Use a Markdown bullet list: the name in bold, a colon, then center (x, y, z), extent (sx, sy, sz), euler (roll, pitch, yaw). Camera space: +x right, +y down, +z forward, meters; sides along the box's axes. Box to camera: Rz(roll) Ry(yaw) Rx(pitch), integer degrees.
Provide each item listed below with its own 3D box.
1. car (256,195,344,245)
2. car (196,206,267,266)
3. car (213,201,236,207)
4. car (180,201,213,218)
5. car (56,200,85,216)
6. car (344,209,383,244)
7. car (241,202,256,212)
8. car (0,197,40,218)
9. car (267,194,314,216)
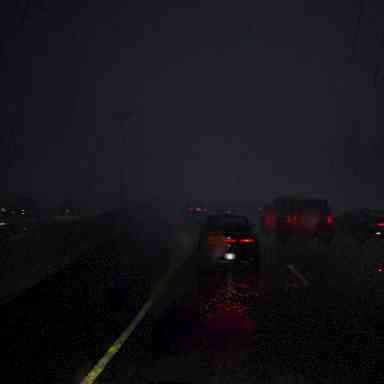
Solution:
- **car**: center (4.839, 1.255, 15.932), extent (2.150, 2.045, 5.566), euler (1, 0, 0)
- **car**: center (1.195, 1.501, 11.633), extent (1.837, 1.490, 4.892), euler (1, 1, 3)
- **car**: center (2.945, 1.578, 33.424), extent (1.895, 1.301, 4.718), euler (1, 0, -12)
- **car**: center (0.097, 1.497, 29.881), extent (2.033, 1.411, 5.357), euler (1, 0, -9)
- **car**: center (-10.764, 1.381, 29.655), extent (1.994, 1.385, 4.181), euler (1, 0, -12)
- **car**: center (8.264, 1.565, 16.162), extent (2.128, 1.511, 4.902), euler (1, 0, 0)
- **car**: center (6.479, 1.621, 33.556), extent (1.895, 1.301, 4.718), euler (1, 0, -12)
- **car**: center (-13.817, 1.289, 27.184), extent (1.837, 1.490, 4.892), euler (1, 0, -11)
- **car**: center (9.946, 1.282, 34.169), extent (2.150, 2.045, 5.566), euler (1, 0, -12)
